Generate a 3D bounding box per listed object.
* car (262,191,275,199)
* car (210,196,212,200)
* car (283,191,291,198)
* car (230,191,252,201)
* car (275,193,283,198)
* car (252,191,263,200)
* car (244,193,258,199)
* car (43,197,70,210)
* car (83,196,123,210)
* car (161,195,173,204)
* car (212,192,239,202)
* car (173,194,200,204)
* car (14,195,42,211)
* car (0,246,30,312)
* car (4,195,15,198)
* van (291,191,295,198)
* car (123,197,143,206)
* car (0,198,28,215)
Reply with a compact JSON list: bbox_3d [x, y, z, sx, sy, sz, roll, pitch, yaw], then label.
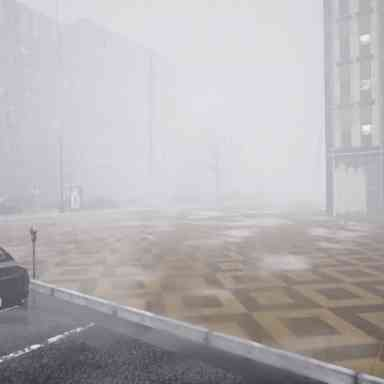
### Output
[{"bbox_3d":[15.708,0.741,73.077,2.192,1.841,5.009,-1,0,36],"label":"car"},{"bbox_3d":[5.682,1.029,73.513,1.967,1.590,4.097,-1,0,36],"label":"car"},{"bbox_3d":[22.192,0.932,82.033,1.802,1.307,4.206,-1,0,36],"label":"car"},{"bbox_3d":[9.230,1.048,64.122,1.887,1.381,4.507,-1,0,36],"label":"car"},{"bbox_3d":[18.951,0.939,77.555,2.008,1.369,4.403,-1,0,36],"label":"car"},{"bbox_3d":[12.471,1.047,68.599,1.802,1.307,4.206,-1,0,36],"label":"car"},{"bbox_3d":[15.405,1.041,86.947,1.947,1.339,4.313,-1,0,36],"label":"car"},{"bbox_3d":[-15.091,1.360,40.395,1.812,1.442,4.674,-1,0,36],"label":"car"},{"bbox_3d":[-10.214,1.186,37.254,1.967,1.590,4.097,-1,0,36],"label":"car"},{"bbox_3d":[-3.214,1.175,56.718,2.128,1.511,4.902,-1,0,37],"label":"car"},{"bbox_3d":[5.989,1.094,59.644,2.008,1.369,4.403,-1,0,36],"label":"car"},{"bbox_3d":[-0.493,1.062,50.688,1.967,1.590,4.097,-1,0,36],"label":"car"},{"bbox_3d":[-20.244,1.228,37.690,2.192,1.841,5.009,-1,0,36],"label":"car"},{"bbox_3d":[-4.926,1.553,6.558,4.403,1.369,2.008,0,-1,35],"label":"car"},{"bbox_3d":[-20.654,1.385,32.699,1.882,1.535,5.008,-1,0,37],"label":"car"},{"bbox_3d":[25.430,0.655,86.511,1.690,1.788,3.998,-1,0,36],"label":"van"},{"bbox_3d":[-9.383,1.362,48.278,1.895,1.301,4.718,-1,0,36],"label":"car"},{"bbox_3d":[-16.694,1.413,28.298,1.802,1.307,4.206,-1,0,36],"label":"car"}]
